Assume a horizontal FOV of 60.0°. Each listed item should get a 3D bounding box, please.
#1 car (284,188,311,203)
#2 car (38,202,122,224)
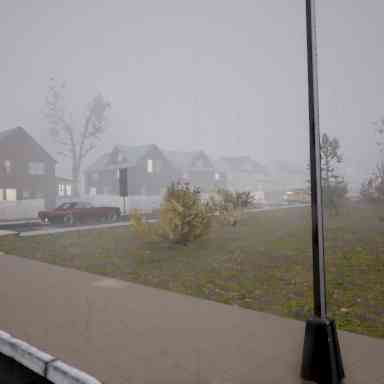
[{"bbox_3d":[13.949,0.593,42.264,1.882,1.535,5.008,-2,-1,44],"label":"car"},{"bbox_3d":[-6.719,1.252,20.432,1.895,1.301,4.718,-2,-1,43],"label":"car"}]
